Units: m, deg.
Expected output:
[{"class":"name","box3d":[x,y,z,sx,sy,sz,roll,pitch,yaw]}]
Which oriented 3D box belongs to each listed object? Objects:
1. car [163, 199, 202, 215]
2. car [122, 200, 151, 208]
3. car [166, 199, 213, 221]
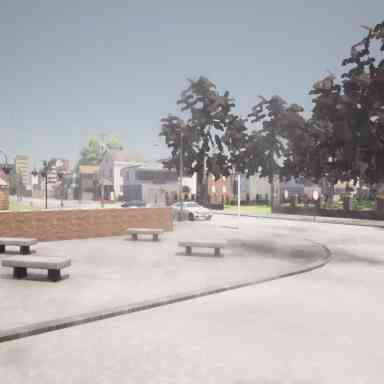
[{"class":"car","box3d":[-1.092,1.505,35.627,1.837,1.490,4.892,0,0,-36]},{"class":"car","box3d":[-5.891,1.562,35.202,1.994,1.385,4.181,0,0,-35]},{"class":"car","box3d":[-0.267,1.526,27.279,1.812,1.442,4.674,0,0,-36]}]
